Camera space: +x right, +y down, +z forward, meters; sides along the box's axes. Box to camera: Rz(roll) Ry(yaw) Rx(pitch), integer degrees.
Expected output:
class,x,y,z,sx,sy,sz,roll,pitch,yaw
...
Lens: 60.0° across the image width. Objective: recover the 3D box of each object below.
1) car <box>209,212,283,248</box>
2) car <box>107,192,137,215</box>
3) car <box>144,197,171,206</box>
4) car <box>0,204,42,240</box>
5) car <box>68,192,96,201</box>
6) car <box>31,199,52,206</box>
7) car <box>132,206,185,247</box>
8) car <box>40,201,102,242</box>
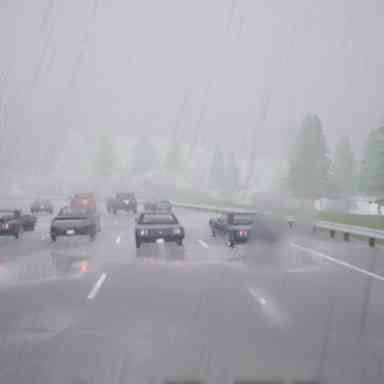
class,x,y,z,sx,sy,sz,roll,pitch,yaw
car,2.038,1.496,14.217,1.895,1.301,4.718,0,0,-9
car,-6.847,1.021,32.195,2.150,2.045,5.566,0,0,-23
car,-3.493,1.275,33.058,2.128,1.511,4.902,0,0,-22
car,-9.054,1.516,16.376,1.895,1.301,4.718,0,0,-13
car,-10.646,1.033,32.208,2.150,2.045,5.566,0,0,-24
car,-15.072,1.381,33.328,1.994,1.385,4.181,0,0,-25
car,-1.553,1.505,14.541,1.895,1.301,4.718,0,0,-10
car,-5.433,1.398,15.897,2.128,1.511,4.902,0,0,-12
